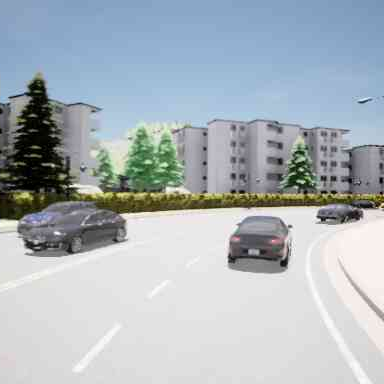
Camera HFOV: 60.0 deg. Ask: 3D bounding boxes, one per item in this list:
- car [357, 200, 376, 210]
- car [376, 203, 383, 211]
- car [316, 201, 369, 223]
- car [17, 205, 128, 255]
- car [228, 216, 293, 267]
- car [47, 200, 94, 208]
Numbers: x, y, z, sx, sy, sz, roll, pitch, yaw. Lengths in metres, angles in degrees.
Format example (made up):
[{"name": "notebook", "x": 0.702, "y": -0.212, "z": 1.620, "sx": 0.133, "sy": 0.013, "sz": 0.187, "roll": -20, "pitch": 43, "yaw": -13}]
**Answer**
[{"name": "car", "x": 23.338, "y": 1.796, "z": 45.736, "sx": 4.718, "sy": 1.301, "sz": 1.895, "roll": 0, "pitch": 0, "yaw": -22}, {"name": "car", "x": 26.953, "y": 1.699, "z": 43.418, "sx": 5.008, "sy": 1.535, "sz": 1.882, "roll": 0, "pitch": 0, "yaw": -22}, {"name": "car", "x": 11.760, "y": 1.647, "z": 26.335, "sx": 5.357, "sy": 1.411, "sz": 2.033, "roll": 0, "pitch": 0, "yaw": -44}, {"name": "car", "x": -4.431, "y": 1.476, "z": 13.484, "sx": 1.837, "sy": 1.490, "sz": 4.892, "roll": 0, "pitch": 0, "yaw": 20}, {"name": "car", "x": 2.483, "y": 1.549, "z": 11.634, "sx": 1.812, "sy": 1.442, "sz": 4.674, "roll": 0, "pitch": 0, "yaw": 18}, {"name": "car", "x": -6.650, "y": 1.307, "z": 17.323, "sx": 2.097, "sy": 1.767, "sz": 4.553, "roll": 0, "pitch": 0, "yaw": 24}]
